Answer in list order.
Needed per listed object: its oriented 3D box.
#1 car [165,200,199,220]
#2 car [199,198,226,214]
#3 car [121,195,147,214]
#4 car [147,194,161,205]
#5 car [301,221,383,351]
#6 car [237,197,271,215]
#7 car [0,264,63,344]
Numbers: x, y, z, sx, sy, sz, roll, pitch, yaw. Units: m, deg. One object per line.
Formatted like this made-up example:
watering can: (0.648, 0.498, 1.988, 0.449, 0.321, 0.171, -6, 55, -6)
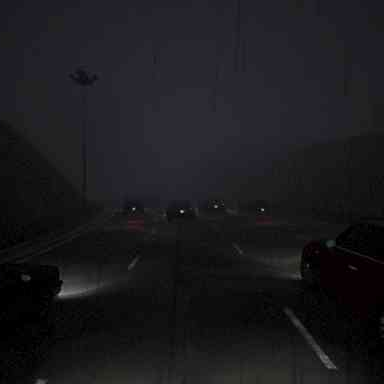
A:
car: (-0.938, 1.293, 24.798, 1.994, 1.385, 4.181, 0, 1, -7)
car: (1.737, 1.228, 30.797, 1.994, 1.385, 4.181, 0, 1, -10)
car: (-5.460, 1.168, 30.918, 1.837, 1.490, 4.892, 1, 1, -11)
car: (-5.732, 0.979, 47.026, 2.128, 1.511, 4.902, 0, 1, -18)
car: (3.596, 1.285, 5.930, 2.097, 1.767, 4.553, 0, 1, 0)
car: (5.454, 1.181, 29.764, 1.837, 1.490, 4.892, 1, 1, -9)
car: (-3.400, 1.503, 3.931, 2.033, 1.411, 5.357, 0, 1, 0)
